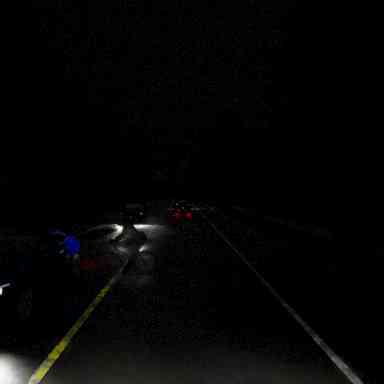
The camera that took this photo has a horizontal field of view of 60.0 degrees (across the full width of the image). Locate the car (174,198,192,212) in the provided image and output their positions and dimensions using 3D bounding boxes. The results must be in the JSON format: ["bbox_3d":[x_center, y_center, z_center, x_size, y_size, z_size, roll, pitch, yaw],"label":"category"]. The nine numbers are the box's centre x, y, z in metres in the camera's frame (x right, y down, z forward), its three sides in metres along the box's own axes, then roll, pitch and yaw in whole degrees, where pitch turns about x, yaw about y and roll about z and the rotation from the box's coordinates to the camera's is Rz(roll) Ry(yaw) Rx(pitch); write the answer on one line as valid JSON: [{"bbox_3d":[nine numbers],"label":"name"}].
[{"bbox_3d":[-1.088,1.526,39.162,1.812,1.442,4.674,0,0,-2],"label":"car"}]

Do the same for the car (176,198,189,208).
[{"bbox_3d":[-1.418,1.601,49.376,1.895,1.301,4.718,0,0,-2],"label":"car"}]

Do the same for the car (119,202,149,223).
[{"bbox_3d":[-4.355,1.525,25.574,1.812,1.442,4.674,0,0,-2],"label":"car"}]

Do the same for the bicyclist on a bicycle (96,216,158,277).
[{"bbox_3d":[-1.722,1.452,8.807,1.656,1.620,0.582,0,0,-2],"label":"bicyclist on a bicycle"}]

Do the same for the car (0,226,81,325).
[{"bbox_3d":[-3.791,1.526,7.189,1.812,1.442,4.674,0,0,-2],"label":"car"}]
